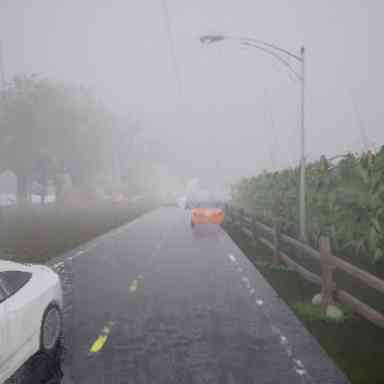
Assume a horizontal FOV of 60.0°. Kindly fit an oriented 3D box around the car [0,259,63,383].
[{"bbox_3d":[-2.852,1.524,3.356,1.812,1.442,4.674,0,0,0],"label":"car"}]

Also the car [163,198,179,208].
[{"bbox_3d":[-2.837,1.555,46.442,1.994,1.385,4.181,0,0,0],"label":"car"}]

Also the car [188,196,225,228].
[{"bbox_3d":[0.956,1.344,22.121,2.097,1.767,4.553,0,0,0],"label":"car"}]

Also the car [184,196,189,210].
[{"bbox_3d":[0.007,1.538,41.812,2.033,1.411,5.357,0,0,0],"label":"car"}]
